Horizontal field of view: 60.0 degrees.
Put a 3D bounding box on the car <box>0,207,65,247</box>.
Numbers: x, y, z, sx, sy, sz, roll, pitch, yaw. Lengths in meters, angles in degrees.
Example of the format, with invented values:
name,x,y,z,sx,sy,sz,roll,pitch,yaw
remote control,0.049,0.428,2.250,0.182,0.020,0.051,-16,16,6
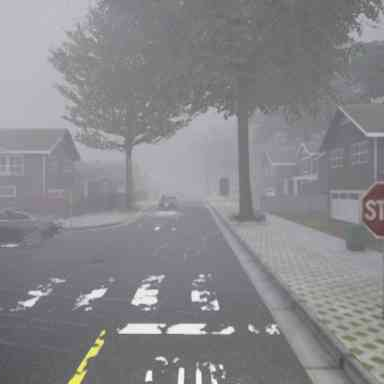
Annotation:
name,x,y,z,sx,sy,sz,roll,pitch,yaw
car,-7.725,1.387,13.326,4.902,1.511,2.128,0,3,-14

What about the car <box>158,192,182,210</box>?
name,x,y,z,sx,sy,sz,roll,pitch,yaw
car,-2.457,1.036,35.069,2.128,1.511,4.902,0,1,0

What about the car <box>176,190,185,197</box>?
name,x,y,z,sx,sy,sz,roll,pitch,yaw
car,-2.238,0.473,59.818,1.837,1.490,4.892,0,1,1
